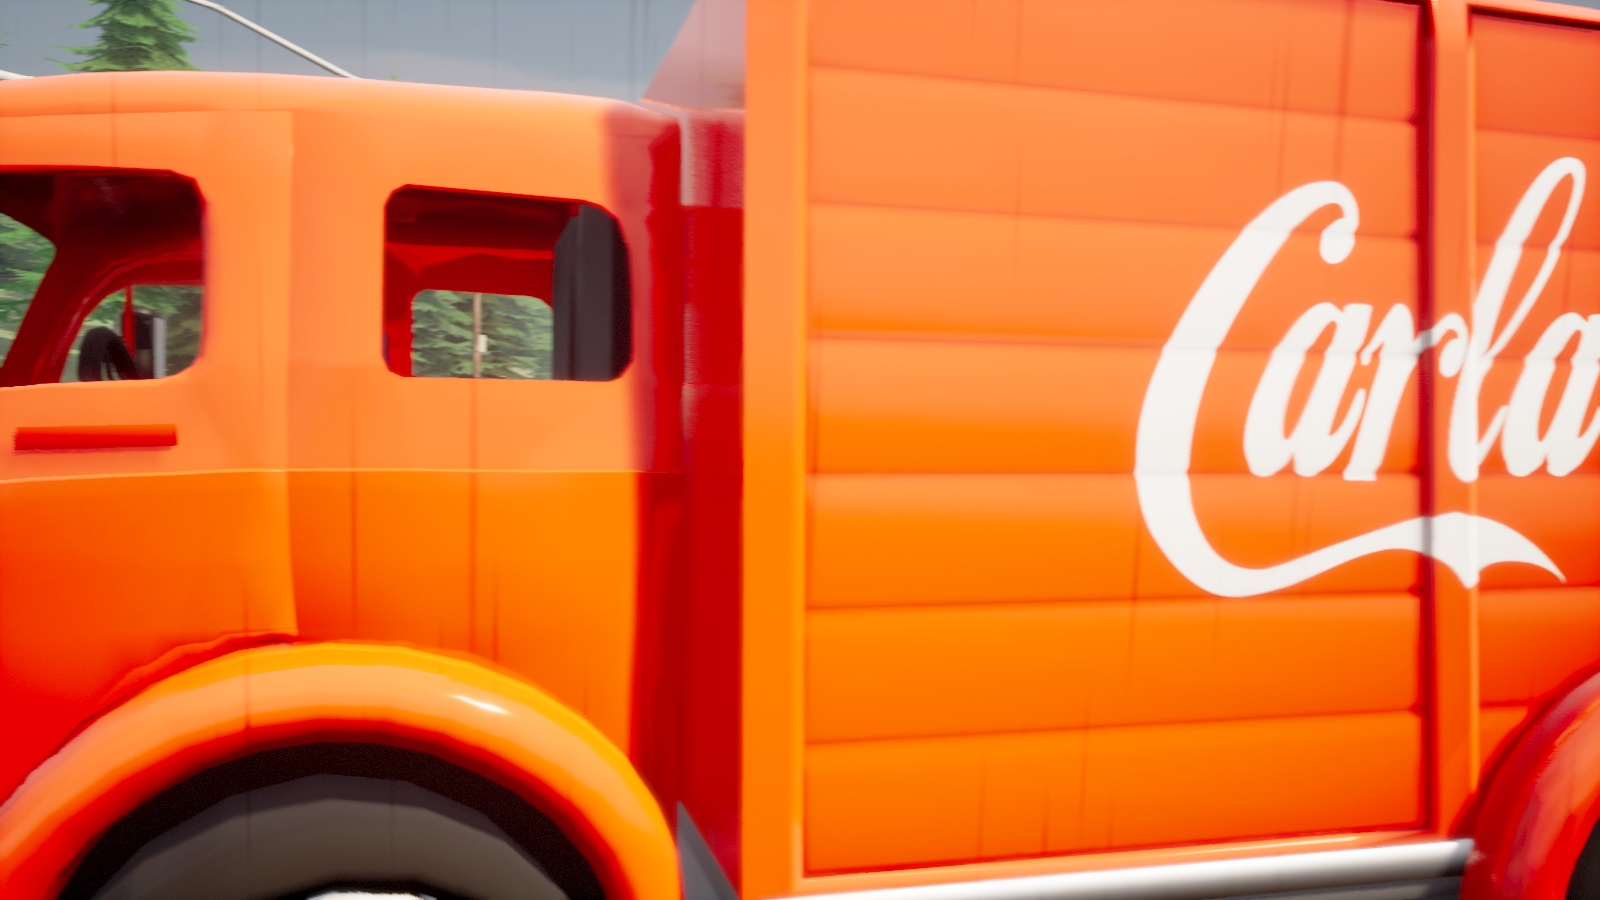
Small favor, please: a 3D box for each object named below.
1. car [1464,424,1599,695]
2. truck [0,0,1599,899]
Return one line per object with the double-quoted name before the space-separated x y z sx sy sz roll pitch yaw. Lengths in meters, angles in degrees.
"car" 6.332 0.585 7.625 3.633 1.501 1.845 0 1 5
"truck" 0.433 0.234 3.332 5.204 2.467 2.627 -1 1 -15
